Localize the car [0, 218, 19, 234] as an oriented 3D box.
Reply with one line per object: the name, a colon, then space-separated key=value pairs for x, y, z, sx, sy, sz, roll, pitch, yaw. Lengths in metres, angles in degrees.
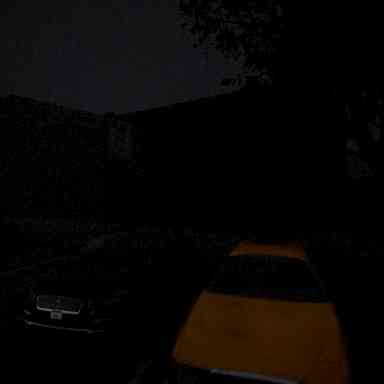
car: x=-8.558 y=1.525 z=12.212 sx=2.002 sy=1.452 sz=4.674 roll=1 pitch=-1 yaw=16

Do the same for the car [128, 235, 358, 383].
car: x=1.153 y=1.480 z=5.049 sx=1.946 sy=1.575 sz=5.366 roll=1 pitch=-1 yaw=16

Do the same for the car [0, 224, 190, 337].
car: x=-1.236 y=1.486 z=6.978 sx=2.231 sy=1.521 sz=4.892 roll=1 pitch=-1 yaw=16
